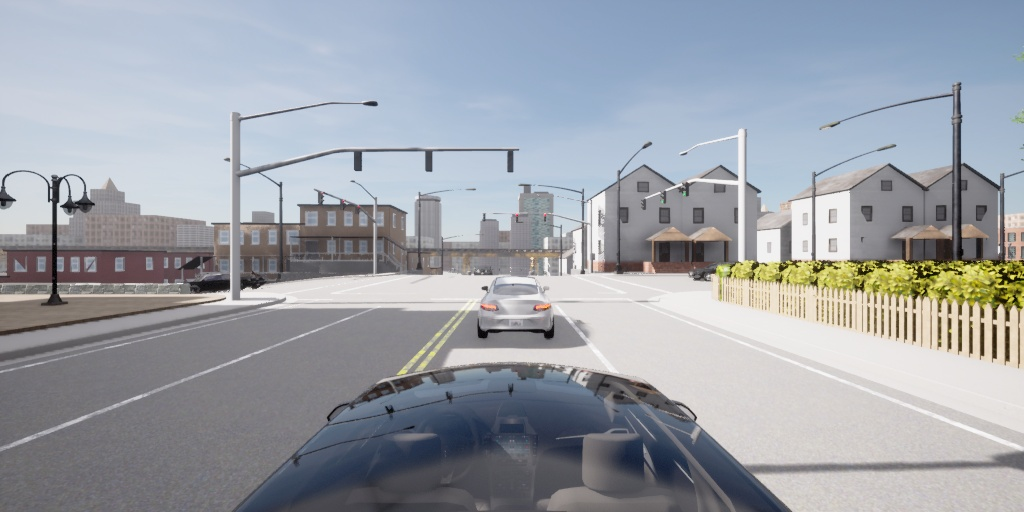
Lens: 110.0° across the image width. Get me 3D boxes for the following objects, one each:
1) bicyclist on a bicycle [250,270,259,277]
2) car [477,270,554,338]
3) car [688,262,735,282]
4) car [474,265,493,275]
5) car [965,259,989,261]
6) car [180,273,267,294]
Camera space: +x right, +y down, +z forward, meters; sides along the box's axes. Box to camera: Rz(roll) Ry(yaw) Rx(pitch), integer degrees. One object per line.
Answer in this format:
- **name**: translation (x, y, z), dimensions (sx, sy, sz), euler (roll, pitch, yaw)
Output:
- **bicyclist on a bicycle**: translation (-25.565, 2.214, 35.591), dimensions (0.582, 1.620, 1.656), euler (-8, 0, 0)
- **car**: translation (0.102, 1.276, 10.011), dimensions (1.812, 1.442, 4.674), euler (0, 0, 0)
- **car**: translation (16.797, 1.255, 28.820), dimensions (4.892, 1.490, 1.837), euler (0, 0, -1)
- **car**: translation (-3.516, 2.162, 45.252), dimensions (2.150, 2.045, 5.566), euler (0, -9, 0)
- **car**: translation (36.932, 1.104, 29.034), dimensions (4.553, 1.767, 2.097), euler (0, 0, -1)
- **car**: translation (-19.736, 1.826, 24.708), dimensions (4.718, 1.301, 1.895), euler (-4, 0, -1)
